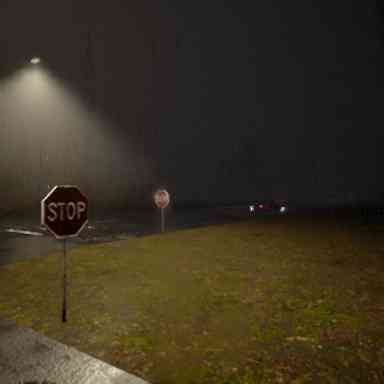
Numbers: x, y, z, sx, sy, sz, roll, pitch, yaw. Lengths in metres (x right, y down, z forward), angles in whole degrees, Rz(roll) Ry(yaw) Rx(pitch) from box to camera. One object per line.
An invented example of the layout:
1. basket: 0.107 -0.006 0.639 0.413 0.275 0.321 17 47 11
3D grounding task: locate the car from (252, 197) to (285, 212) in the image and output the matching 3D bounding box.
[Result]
1. car: 8.938 1.584 39.117 1.994 1.385 4.181 0 0 35

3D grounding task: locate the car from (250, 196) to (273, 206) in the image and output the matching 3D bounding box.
1. car: 11.667 1.499 55.420 1.882 1.535 5.008 0 0 35

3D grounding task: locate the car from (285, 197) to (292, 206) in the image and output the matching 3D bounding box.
1. car: 14.550 1.499 53.434 1.882 1.535 5.008 0 0 35
